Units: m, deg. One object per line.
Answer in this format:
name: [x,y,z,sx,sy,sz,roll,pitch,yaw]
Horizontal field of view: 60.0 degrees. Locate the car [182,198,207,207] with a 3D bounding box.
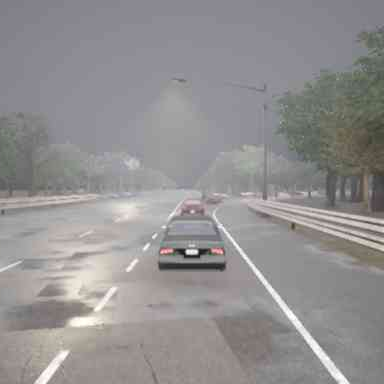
car: [0.141,1.253,26.904,1.812,1.442,4.674,0,0,2]

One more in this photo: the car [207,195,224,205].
car: [3.204,1.114,46.784,1.895,1.301,4.718,0,1,16]

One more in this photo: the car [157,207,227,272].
car: [-0.002,1.439,10.371,2.033,1.411,5.357,0,1,0]
